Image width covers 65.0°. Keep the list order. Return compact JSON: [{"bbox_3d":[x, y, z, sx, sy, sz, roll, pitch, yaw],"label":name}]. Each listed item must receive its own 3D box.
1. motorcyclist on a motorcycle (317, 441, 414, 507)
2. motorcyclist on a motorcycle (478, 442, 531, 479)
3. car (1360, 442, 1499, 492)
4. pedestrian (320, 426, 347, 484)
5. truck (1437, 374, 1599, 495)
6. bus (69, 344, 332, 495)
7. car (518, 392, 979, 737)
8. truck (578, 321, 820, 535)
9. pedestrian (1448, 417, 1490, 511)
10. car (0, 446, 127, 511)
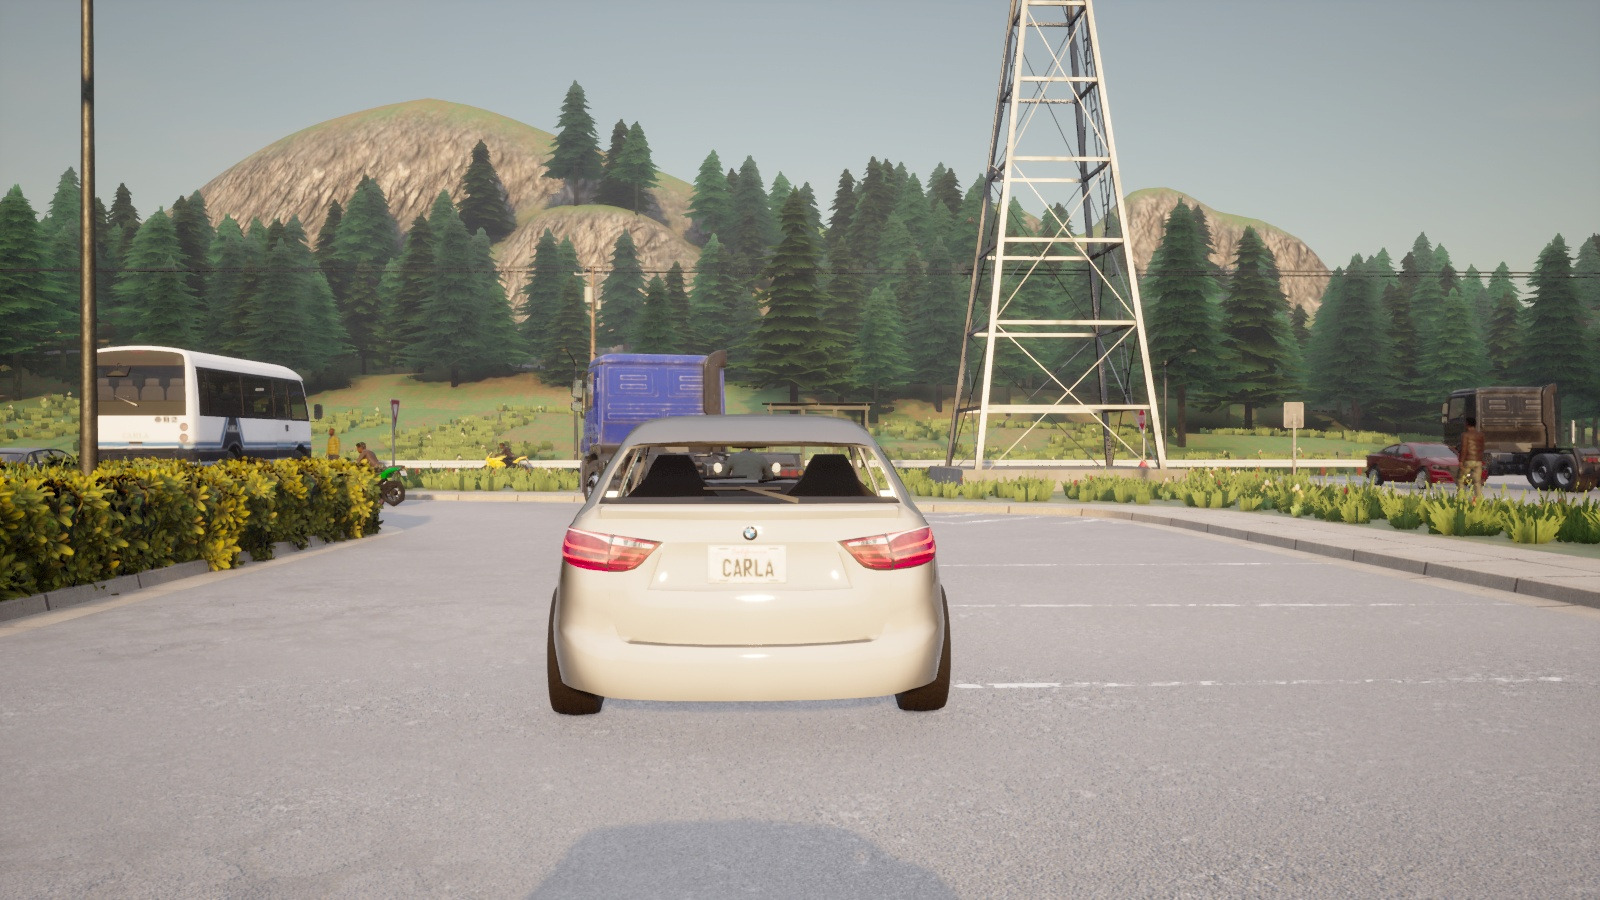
[{"bbox_3d":[-10.298,0.552,29.798,2.044,1.523,0.797,0,0,9],"label":"motorcyclist on a motorcycle"},{"bbox_3d":[-12.365,0.422,52.617,2.044,1.523,0.797,0,0,-2],"label":"motorcyclist on a motorcycle"},{"bbox_3d":[20.394,0.509,40.950,1.882,1.535,5.008,0,0,-2],"label":"car"},{"bbox_3d":[-15.025,0.161,40.431,0.370,1.835,0.726,0,0,37],"label":"pedestrian"},{"bbox_3d":[23.981,-0.446,40.150,2.891,3.462,7.936,0,0,-3],"label":"truck"},{"bbox_3d":[-18.828,-0.874,40.557,3.944,4.253,10.273,0,0,-2],"label":"bus"},{"bbox_3d":[-0.339,0.543,8.422,2.242,1.667,4.611,0,0,-2],"label":"car"},{"bbox_3d":[-2.298,-0.376,24.568,2.891,3.462,7.936,0,0,-19],"label":"truck"},{"bbox_3d":[13.192,0.273,24.771,0.431,1.840,0.703,0,0,-2],"label":"pedestrian"},{"bbox_3d":[-18.508,0.609,30.122,2.033,1.411,5.357,0,0,-2],"label":"car"}]
